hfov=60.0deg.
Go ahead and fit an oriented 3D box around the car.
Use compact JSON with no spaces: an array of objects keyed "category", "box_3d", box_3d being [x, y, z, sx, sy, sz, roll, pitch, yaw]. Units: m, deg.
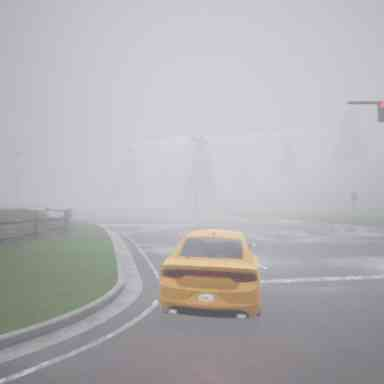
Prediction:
[{"category":"car","box_3d":[0.548,1.638,7.926,1.882,1.535,5.008,1,-1,7]}]
